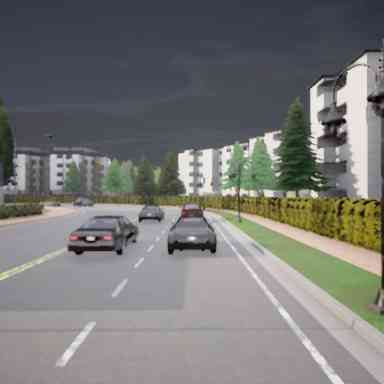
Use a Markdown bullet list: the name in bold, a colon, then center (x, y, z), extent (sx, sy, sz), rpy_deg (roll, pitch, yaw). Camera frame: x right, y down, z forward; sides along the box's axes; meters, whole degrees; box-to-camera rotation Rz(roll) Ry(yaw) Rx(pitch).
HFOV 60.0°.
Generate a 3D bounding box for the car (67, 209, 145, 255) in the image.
- **car**: center (-3.498, 1.681, 13.990), extent (2.033, 1.411, 5.357), rpy_deg (0, -1, 0)

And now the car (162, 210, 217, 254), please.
- **car**: center (0.006, 1.700, 14.266), extent (1.994, 1.385, 4.181), rpy_deg (0, 0, 0)

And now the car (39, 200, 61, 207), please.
- **car**: center (-27.271, 2.205, 63.962), extent (4.718, 1.301, 1.895), rpy_deg (0, -1, 36)

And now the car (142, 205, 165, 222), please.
- **car**: center (-3.500, 1.842, 29.287), extent (1.994, 1.385, 4.181), rpy_deg (0, -1, 0)

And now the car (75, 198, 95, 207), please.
- **car**: center (-20.141, 1.941, 62.327), extent (2.097, 1.767, 4.553), rpy_deg (0, -1, -45)

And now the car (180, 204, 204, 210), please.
- **car**: center (0.000, 1.757, 29.485), extent (1.882, 1.535, 5.008), rpy_deg (0, 0, 0)
